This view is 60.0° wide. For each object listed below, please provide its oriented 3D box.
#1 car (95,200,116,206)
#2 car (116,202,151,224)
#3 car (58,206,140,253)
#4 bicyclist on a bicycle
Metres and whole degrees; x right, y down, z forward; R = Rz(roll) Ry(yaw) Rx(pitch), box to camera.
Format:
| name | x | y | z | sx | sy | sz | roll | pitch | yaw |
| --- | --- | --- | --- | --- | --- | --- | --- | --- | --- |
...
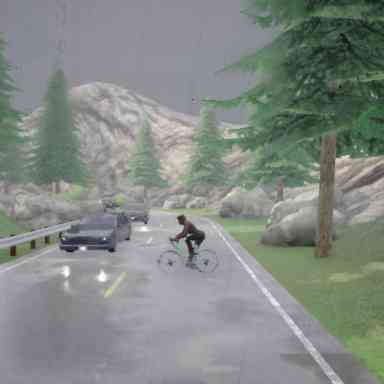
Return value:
| name | x | y | z | sx | sy | sz | roll | pitch | yaw |
| --- | --- | --- | --- | --- | --- | --- | --- | --- | --- |
| car | -11.471 | 1.594 | 41.733 | 4.718 | 1.301 | 1.895 | 0 | 0 | 30 |
| car | -4.123 | 1.501 | 24.507 | 1.837 | 1.490 | 4.892 | 0 | 0 | -5 |
| car | -3.730 | 1.545 | 14.003 | 2.033 | 1.411 | 5.357 | 0 | 0 | 0 |
| bicyclist on a bicycle | -0.110 | 1.451 | 9.060 | 1.656 | 1.620 | 0.582 | -1 | 0 | -1 |
